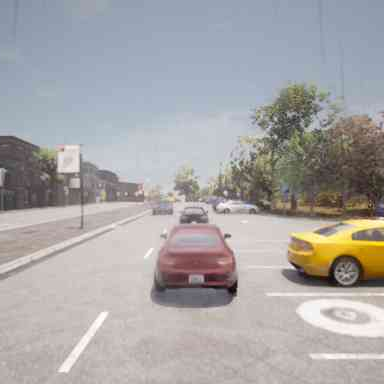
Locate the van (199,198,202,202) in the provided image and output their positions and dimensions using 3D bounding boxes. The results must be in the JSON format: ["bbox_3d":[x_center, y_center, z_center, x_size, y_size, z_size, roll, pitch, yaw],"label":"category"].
[{"bbox_3d":[4.856,2.015,95.291,4.442,1.987,1.878,0,-1,0],"label":"van"}]

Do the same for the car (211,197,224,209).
[{"bbox_3d":[5.124,1.715,40.440,5.008,1.535,2.097,0,0,0],"label":"car"}]

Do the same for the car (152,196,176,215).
[{"bbox_3d":[-3.106,1.556,35.873,2.097,1.767,4.553,0,0,-3],"label":"car"}]

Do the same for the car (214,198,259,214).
[{"bbox_3d":[5.114,1.734,37.291,4.674,1.452,2.002,0,0,0],"label":"car"}]

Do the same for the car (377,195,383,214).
[{"bbox_3d":[16.298,1.128,23.781,5.566,2.045,2.150,-1,-3,0],"label":"car"}]

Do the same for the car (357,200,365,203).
[{"bbox_3d":[32.349,1.404,59.811,4.892,1.490,1.837,-1,-3,0],"label":"car"}]

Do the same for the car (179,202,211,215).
[{"bbox_3d":[0.118,1.630,21.517,1.812,1.442,4.674,0,0,0],"label":"car"}]

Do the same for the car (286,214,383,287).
[{"bbox_3d":[5.085,1.502,8.806,5.008,1.535,2.097,0,0,0],"label":"car"}]

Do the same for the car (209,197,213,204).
[{"bbox_3d":[5.116,1.739,43.713,4.892,1.521,2.231,0,0,0],"label":"car"}]

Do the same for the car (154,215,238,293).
[{"bbox_3d":[0.100,1.550,8.807,1.812,1.442,4.674,0,-1,0],"label":"car"}]

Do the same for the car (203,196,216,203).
[{"bbox_3d":[5.176,1.804,71.325,4.553,1.767,2.185,0,0,0],"label":"car"}]

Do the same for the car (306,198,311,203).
[{"bbox_3d":[20.994,1.537,59.711,4.902,1.511,2.128,-1,-3,0],"label":"car"}]
